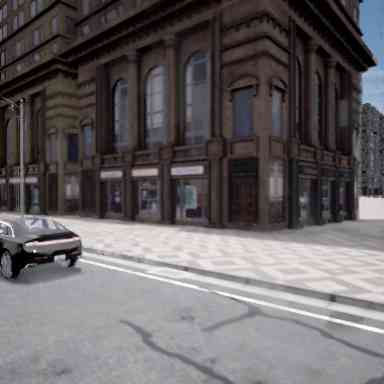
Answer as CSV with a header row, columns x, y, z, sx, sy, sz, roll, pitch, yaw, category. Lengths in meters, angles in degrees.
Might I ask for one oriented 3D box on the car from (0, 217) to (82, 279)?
x,y,z,sx,sy,sz,roll,pitch,yaw,category
-5.311,1.531,10.292,4.902,1.511,2.128,0,0,41,car
